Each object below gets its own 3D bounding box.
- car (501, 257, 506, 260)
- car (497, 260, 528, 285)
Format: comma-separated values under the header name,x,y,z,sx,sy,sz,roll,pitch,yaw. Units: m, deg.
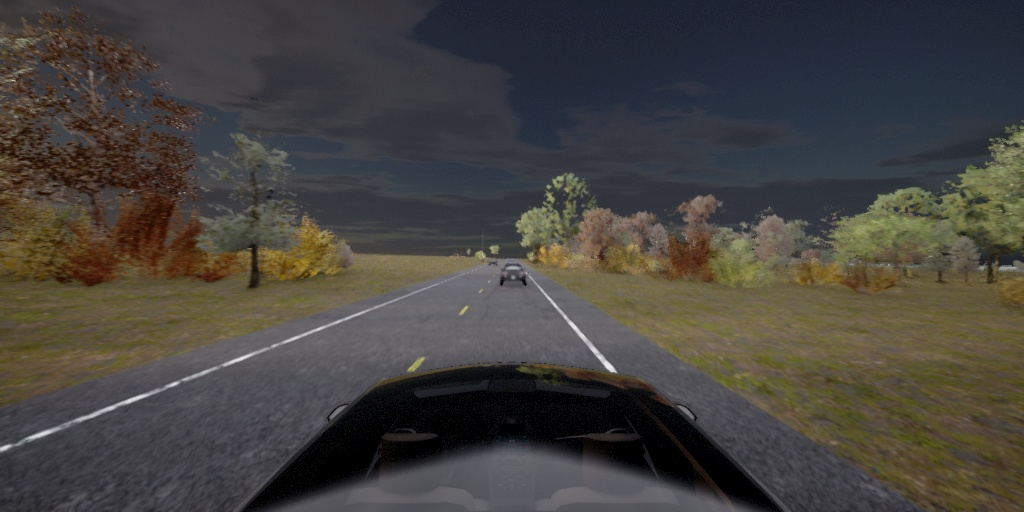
name,x,y,z,sx,sy,sz,roll,pitch,yaw
car,0.066,1.224,43.991,2.128,1.511,4.902,0,0,0
car,0.081,1.264,26.073,1.812,1.442,4.674,0,0,0
